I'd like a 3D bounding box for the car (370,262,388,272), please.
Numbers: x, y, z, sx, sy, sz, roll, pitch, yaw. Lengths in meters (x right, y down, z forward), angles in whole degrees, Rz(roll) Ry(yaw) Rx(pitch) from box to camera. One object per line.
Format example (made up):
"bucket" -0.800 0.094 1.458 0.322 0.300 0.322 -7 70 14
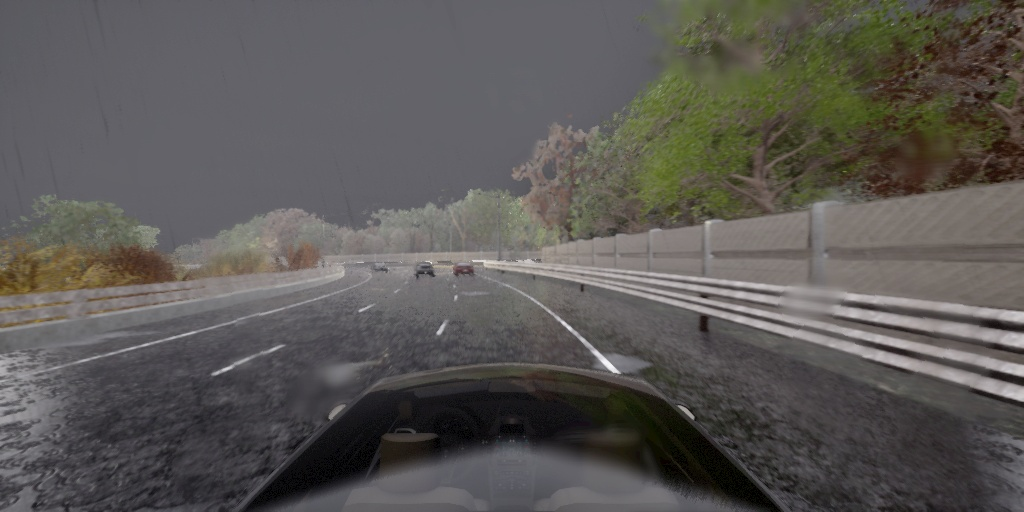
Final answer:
"car" -20.036 1.650 53.849 2.033 1.411 5.357 -1 0 -30

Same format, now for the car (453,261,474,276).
"car" -5.269 1.318 38.609 1.882 1.535 5.008 -1 0 -13

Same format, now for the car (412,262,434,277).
"car" -9.378 1.419 37.982 1.837 1.490 4.892 0 0 -19
